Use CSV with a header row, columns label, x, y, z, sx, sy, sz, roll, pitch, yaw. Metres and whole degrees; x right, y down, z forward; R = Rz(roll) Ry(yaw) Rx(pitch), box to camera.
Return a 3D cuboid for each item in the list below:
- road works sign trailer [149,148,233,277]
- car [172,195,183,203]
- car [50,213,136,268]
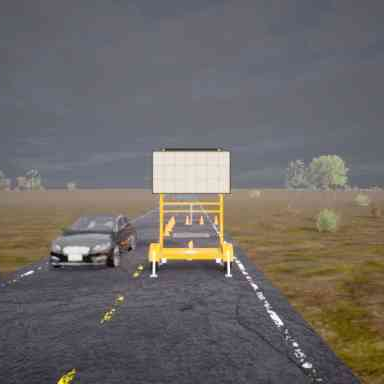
label,x,y,z,sx,sy,sz,roll,pitch,yaw
road works sign trailer,-0.021,0.464,10.237,2.380,3.560,2.880,0,0,0
car,-3.147,1.352,72.231,2.097,1.767,4.553,0,0,0
car,-3.121,1.491,11.333,2.128,1.511,4.902,0,0,0
